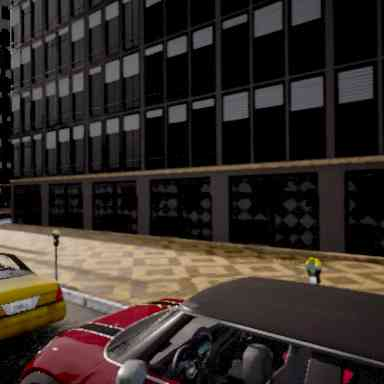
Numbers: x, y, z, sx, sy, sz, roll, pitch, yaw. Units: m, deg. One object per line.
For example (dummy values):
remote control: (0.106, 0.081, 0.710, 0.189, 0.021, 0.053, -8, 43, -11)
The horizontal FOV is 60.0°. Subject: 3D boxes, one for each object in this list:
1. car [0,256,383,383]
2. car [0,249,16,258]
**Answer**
car: (0.422, 1.440, 2.593, 4.097, 1.590, 1.967, 0, -1, 35)
car: (-4.214, 1.524, 5.899, 4.829, 1.417, 1.752, 0, -1, 35)
